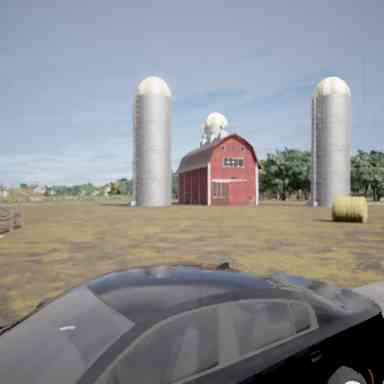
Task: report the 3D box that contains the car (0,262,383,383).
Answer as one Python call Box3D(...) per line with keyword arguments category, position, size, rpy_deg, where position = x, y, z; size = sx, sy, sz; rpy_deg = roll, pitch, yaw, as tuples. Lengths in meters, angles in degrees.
Box3D(category="car", position=(-0.384, 1.457, 2.848), size=(5.008, 1.535, 1.882), rpy_deg=(0, 0, -32))
